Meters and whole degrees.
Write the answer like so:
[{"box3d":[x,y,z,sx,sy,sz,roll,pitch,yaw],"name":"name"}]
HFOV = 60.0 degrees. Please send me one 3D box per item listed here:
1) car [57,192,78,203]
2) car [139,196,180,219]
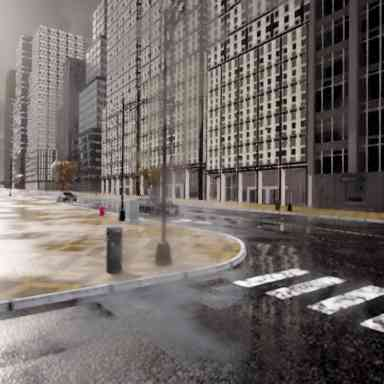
[{"box3d":[-17.362,0.728,46.195,1.812,1.442,4.674,1,0,-34],"name":"car"},{"box3d":[-2.759,1.107,25.079,2.128,1.511,4.902,1,1,-35],"name":"car"}]
